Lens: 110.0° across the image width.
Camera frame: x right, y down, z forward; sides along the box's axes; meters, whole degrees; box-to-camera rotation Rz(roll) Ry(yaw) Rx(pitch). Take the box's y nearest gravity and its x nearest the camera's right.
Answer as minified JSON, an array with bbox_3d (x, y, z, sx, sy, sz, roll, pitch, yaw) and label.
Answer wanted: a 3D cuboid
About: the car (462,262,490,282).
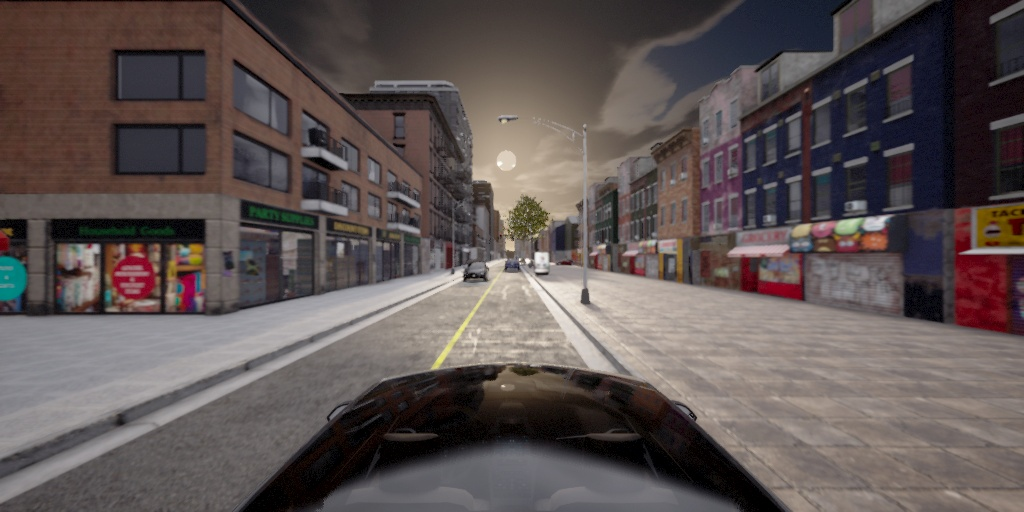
[{"bbox_3d":[-2.840,1.238,29.115,1.837,1.490,4.892,0,0,0],"label":"car"}]

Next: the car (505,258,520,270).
[{"bbox_3d":[0.062,1.072,51.405,2.097,1.767,4.553,0,0,0],"label":"car"}]

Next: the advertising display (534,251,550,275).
[{"bbox_3d":[3.017,0.753,36.208,1.540,2.440,0.280,0,0,0],"label":"advertising display"}]
